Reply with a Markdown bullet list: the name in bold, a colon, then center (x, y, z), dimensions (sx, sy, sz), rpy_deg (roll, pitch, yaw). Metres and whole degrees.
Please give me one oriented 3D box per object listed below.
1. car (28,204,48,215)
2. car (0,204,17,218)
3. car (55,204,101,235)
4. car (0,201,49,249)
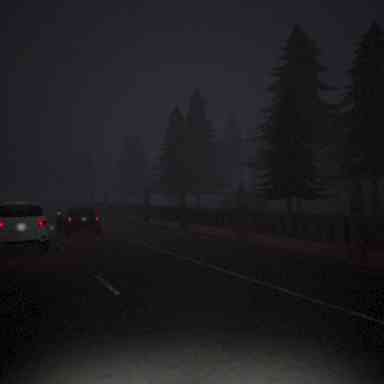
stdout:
- **car**: center (-19.746, 2.195, 42.522), dimensions (1.895, 1.301, 4.718), rpy_deg (0, -1, -30)
- **car**: center (-21.352, 2.148, 38.313), dimensions (1.895, 1.301, 4.718), rpy_deg (0, -1, -30)
- **car**: center (-7.306, 1.641, 21.059), dimensions (2.097, 1.767, 4.553), rpy_deg (0, -1, -30)
- **car**: center (-7.922, 1.438, 15.142), dimensions (2.150, 2.045, 5.566), rpy_deg (0, -1, -30)
